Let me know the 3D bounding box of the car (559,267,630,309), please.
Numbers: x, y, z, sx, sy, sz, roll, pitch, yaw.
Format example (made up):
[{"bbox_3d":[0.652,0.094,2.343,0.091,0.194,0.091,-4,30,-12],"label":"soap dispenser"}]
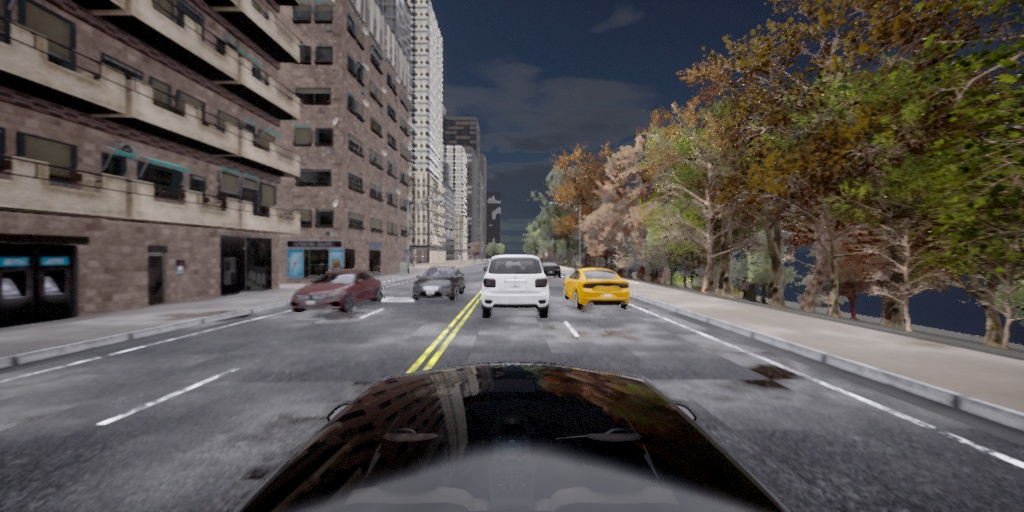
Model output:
[{"bbox_3d":[3.352,1.230,15.003,1.882,1.535,5.008,0,0,0],"label":"car"}]

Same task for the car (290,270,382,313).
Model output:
[{"bbox_3d":[-6.597,1.278,14.072,1.812,1.442,4.674,0,0,0],"label":"car"}]

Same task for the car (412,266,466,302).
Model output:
[{"bbox_3d":[-3.343,1.244,17.153,2.128,1.511,4.902,0,0,0],"label":"car"}]

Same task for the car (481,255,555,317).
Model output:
[{"bbox_3d":[0.101,0.973,13.299,2.150,2.045,5.566,0,0,0],"label":"car"}]

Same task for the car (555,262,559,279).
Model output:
[{"bbox_3d":[3.353,1.235,33.357,1.882,1.535,5.008,0,0,0],"label":"car"}]
